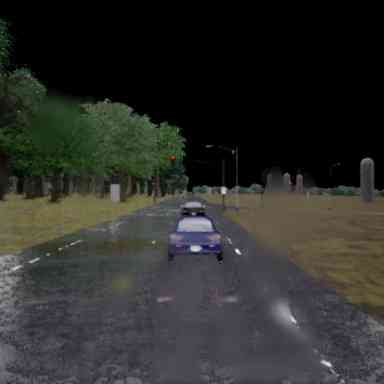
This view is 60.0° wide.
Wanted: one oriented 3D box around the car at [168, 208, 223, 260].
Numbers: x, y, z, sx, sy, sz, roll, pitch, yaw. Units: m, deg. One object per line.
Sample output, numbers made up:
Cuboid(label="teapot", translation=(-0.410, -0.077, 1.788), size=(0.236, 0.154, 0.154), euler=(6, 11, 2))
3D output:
Cuboid(label="car", translation=(0.105, 1.561, 12.463), size=(1.812, 1.442, 4.674), euler=(0, 0, 0))

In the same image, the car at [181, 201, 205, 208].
Cuboid(label="car", translation=(0.108, 1.515, 27.748), size=(1.882, 1.535, 5.008), euler=(0, 0, 0))
